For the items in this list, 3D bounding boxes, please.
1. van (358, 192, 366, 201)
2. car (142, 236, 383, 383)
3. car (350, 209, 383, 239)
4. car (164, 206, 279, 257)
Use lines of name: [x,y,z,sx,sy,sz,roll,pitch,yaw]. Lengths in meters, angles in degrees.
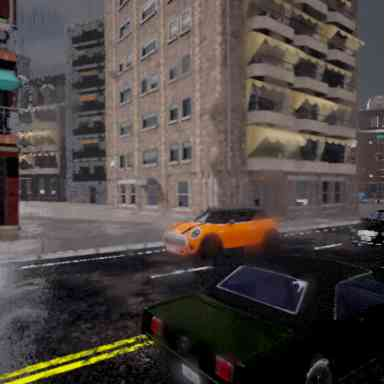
van: [30.816,0.851,63.077,3.998,1.788,1.690,1,0,21]
car: [1.793,1.599,4.749,4.718,1.301,1.895,0,0,-36]
car: [8.503,1.479,13.956,4.902,1.511,2.128,0,0,-37]
car: [1.168,1.354,12.583,4.553,1.767,2.097,0,0,-36]
